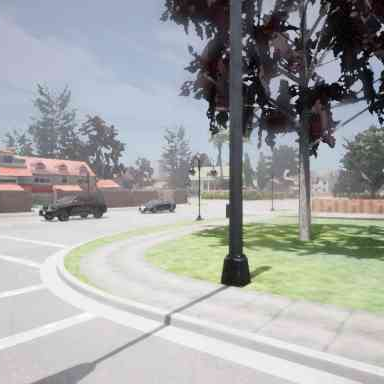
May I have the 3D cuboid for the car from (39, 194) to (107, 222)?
[{"bbox_3d":[-9.536,1.222,27.239,2.150,2.045,5.566,0,0,35],"label":"car"}]

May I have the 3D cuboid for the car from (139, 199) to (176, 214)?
[{"bbox_3d":[-3.661,1.492,35.905,2.128,1.511,4.902,0,0,34],"label":"car"}]
